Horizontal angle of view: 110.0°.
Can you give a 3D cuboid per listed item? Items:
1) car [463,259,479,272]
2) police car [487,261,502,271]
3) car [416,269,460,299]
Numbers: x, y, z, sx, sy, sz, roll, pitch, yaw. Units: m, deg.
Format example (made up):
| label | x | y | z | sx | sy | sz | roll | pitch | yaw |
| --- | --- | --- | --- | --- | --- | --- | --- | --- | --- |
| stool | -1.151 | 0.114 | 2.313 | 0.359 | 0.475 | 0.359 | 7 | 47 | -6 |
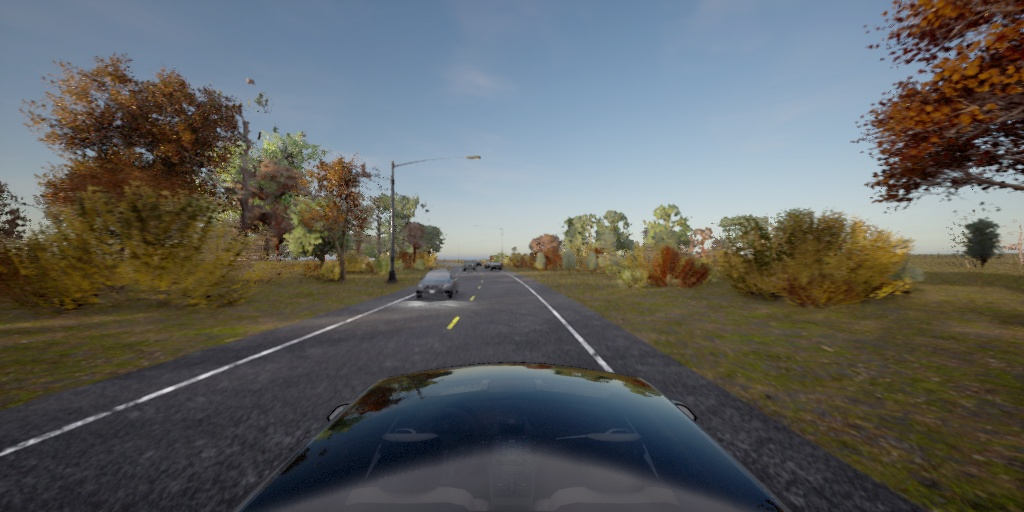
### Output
| label | x | y | z | sx | sy | sz | roll | pitch | yaw |
| --- | --- | --- | --- | --- | --- | --- | --- | --- | --- |
| car | -6.999 | 1.589 | 59.970 | 2.150 | 2.045 | 5.566 | 0 | -1 | -6 |
| police car | -2.863 | 1.823 | 63.994 | 1.930 | 1.638 | 5.238 | 0 | -1 | -7 |
| car | -3.964 | 1.476 | 19.739 | 1.812 | 1.442 | 4.674 | 0 | -1 | -2 |
